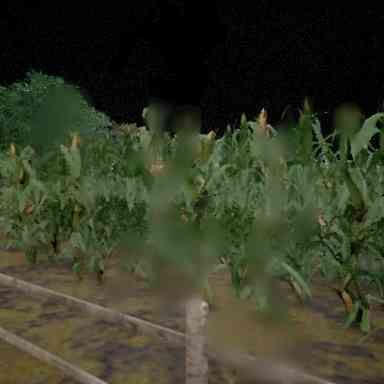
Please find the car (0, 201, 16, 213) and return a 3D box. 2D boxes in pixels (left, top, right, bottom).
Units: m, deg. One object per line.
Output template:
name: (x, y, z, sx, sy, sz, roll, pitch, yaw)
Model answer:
car: (-17.050, 1.476, 30.847, 1.994, 1.385, 4.181, -1, -1, 37)
